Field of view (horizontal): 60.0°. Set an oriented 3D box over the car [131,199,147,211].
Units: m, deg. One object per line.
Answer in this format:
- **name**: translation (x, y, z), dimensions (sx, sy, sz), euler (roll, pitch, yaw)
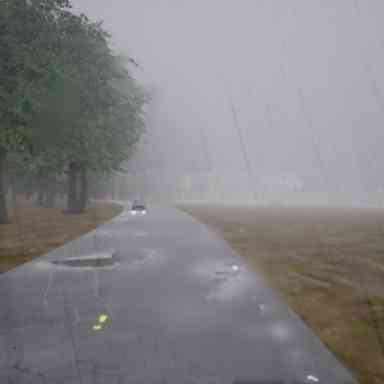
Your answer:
- **car**: translation (-6.958, 1.665, 43.761), dimensions (2.033, 1.411, 5.357), euler (0, 0, -10)
